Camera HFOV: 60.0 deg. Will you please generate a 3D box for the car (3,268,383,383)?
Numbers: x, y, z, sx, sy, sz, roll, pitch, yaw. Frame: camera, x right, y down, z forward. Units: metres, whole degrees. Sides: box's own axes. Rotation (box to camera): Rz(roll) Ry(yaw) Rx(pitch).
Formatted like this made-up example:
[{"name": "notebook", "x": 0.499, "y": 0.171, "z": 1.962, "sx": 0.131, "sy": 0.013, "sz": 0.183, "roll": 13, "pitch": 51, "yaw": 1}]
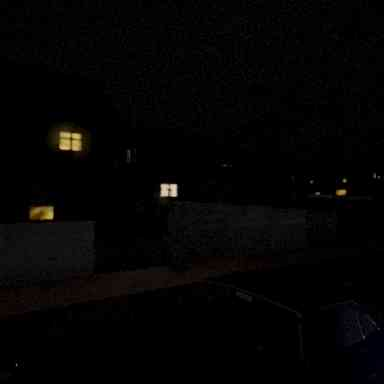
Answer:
[{"name": "car", "x": 0.643, "y": 1.635, "z": 3.529, "sx": 4.718, "sy": 1.301, "sz": 1.895, "roll": 1, "pitch": -1, "yaw": -35}]
